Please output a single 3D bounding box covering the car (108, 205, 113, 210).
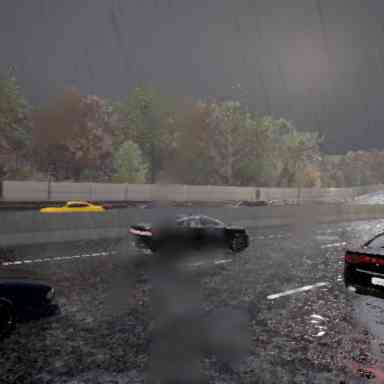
[{"bbox_3d":[-9.994,1.558,31.246,5.008,1.535,1.882,1,-1,-35],"label":"car"}]

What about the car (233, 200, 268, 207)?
[{"bbox_3d":[4.838,1.525,28.915,4.553,1.767,2.097,1,0,-35],"label":"car"}]

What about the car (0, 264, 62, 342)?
[{"bbox_3d":[-4.785,1.538,4.634,5.357,1.411,2.033,1,0,-35],"label":"car"}]

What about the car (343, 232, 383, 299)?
[{"bbox_3d":[5.525,1.548,7.679,5.008,1.535,1.882,1,0,-35],"label":"car"}]

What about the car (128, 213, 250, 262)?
[{"bbox_3d":[0.047,1.548,12.371,4.902,1.511,2.128,1,0,-35],"label":"car"}]

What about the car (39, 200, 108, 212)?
[{"bbox_3d":[-9.779,1.539,27.104,5.008,1.535,1.882,1,0,-35],"label":"car"}]

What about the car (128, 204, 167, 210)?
[{"bbox_3d":[-3.723,1.667,27.112,4.181,1.385,1.994,1,0,-35],"label":"car"}]
